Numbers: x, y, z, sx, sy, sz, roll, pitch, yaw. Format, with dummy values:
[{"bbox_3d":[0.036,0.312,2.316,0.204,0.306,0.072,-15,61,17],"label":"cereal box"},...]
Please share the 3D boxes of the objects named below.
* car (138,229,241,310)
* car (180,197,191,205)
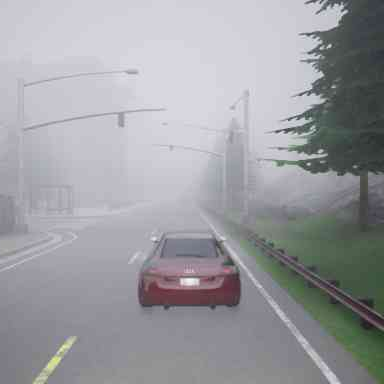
[{"bbox_3d":[-0.076,1.564,7.916,1.994,1.385,4.181,0,0,-1],"label":"car"},{"bbox_3d":[-1.189,1.564,60.158,1.994,1.385,4.181,0,0,-1],"label":"car"}]
